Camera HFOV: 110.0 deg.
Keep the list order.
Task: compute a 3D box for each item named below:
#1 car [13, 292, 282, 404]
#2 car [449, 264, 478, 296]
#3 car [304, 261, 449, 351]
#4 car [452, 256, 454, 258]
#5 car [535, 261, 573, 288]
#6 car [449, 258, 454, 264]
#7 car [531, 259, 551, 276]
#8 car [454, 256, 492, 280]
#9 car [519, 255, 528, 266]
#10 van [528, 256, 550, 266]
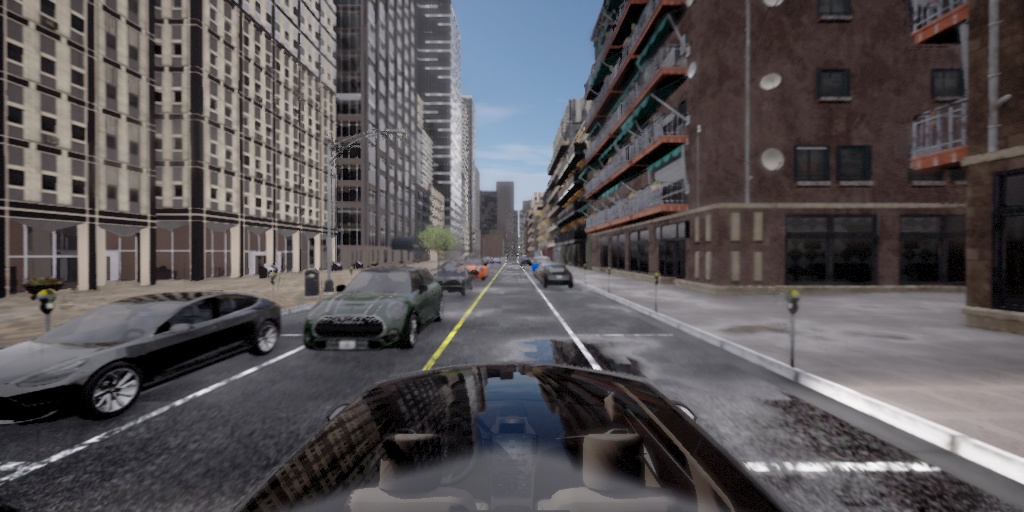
[{"bbox_3d":[-5.689,1.295,5.848,1.948,1.339,4.313,0,0,0],"label":"car"},{"bbox_3d":[-3.084,1.266,18.700,1.895,1.301,4.718,0,0,0],"label":"car"},{"bbox_3d":[-3.094,1.066,8.980,2.097,1.767,4.553,0,0,0],"label":"car"},{"bbox_3d":[-5.673,0.888,38.984,2.192,1.841,5.009,0,0,0],"label":"car"},{"bbox_3d":[2.700,1.213,22.412,1.948,1.339,4.313,0,0,0],"label":"car"},{"bbox_3d":[-5.675,1.163,33.462,1.948,1.339,4.313,0,0,0],"label":"car"},{"bbox_3d":[2.703,1.147,28.104,1.751,1.417,4.829,0,0,0],"label":"car"},{"bbox_3d":[-3.034,0.970,28.716,2.097,1.767,4.553,0,0,1],"label":"car"},{"bbox_3d":[2.385,0.982,62.444,1.837,1.490,4.892,0,0,0],"label":"car"},{"bbox_3d":[2.706,0.938,33.457,1.690,1.789,3.998,0,0,0],"label":"van"}]
